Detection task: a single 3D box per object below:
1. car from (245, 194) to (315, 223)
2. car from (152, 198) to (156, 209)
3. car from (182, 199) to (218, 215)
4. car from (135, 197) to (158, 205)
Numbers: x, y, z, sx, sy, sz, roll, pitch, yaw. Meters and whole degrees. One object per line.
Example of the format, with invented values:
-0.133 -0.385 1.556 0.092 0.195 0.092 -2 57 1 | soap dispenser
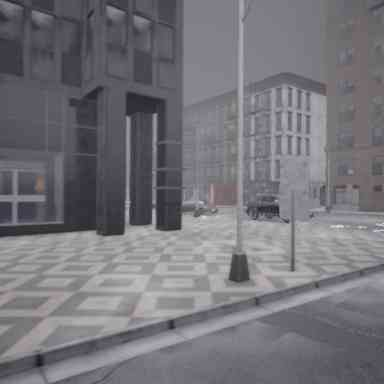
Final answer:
6.495 1.161 25.219 2.150 2.045 5.566 1 0 -36 | car
-5.283 1.428 41.682 1.882 1.535 5.008 1 0 -36 | car
0.672 1.469 33.342 1.812 1.442 4.674 1 0 -35 | car
-8.831 1.607 63.664 2.033 1.411 5.357 1 0 -36 | car
